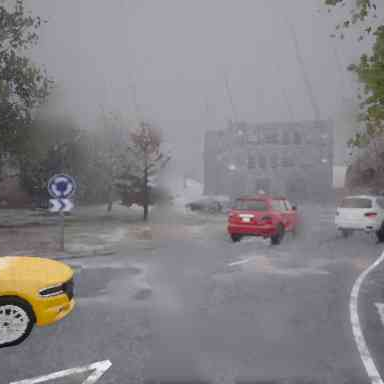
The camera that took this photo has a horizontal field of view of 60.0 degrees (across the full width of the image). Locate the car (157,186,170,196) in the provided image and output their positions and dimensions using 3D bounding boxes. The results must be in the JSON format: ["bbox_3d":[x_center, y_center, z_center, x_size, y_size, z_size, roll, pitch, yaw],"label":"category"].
[{"bbox_3d":[-5.880,-0.330,68.972,2.150,2.045,5.566,0,5,3],"label":"car"}]

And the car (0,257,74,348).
[{"bbox_3d":[-4.475,1.476,5.127,5.008,1.535,1.882,0,0,-18],"label":"car"}]

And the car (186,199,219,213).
[{"bbox_3d":[1.247,1.482,36.976,2.128,1.511,4.902,0,0,-38],"label":"car"}]

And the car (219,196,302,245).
[{"bbox_3d":[3.623,1.216,15.935,2.150,2.045,5.566,0,0,31],"label":"car"}]

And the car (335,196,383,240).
[{"bbox_3d":[9.711,1.210,16.957,5.566,2.045,2.150,0,-1,-32],"label":"car"}]

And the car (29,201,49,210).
[{"bbox_3d":[-17.941,1.650,42.085,4.718,1.301,1.895,1,0,-18],"label":"car"}]
